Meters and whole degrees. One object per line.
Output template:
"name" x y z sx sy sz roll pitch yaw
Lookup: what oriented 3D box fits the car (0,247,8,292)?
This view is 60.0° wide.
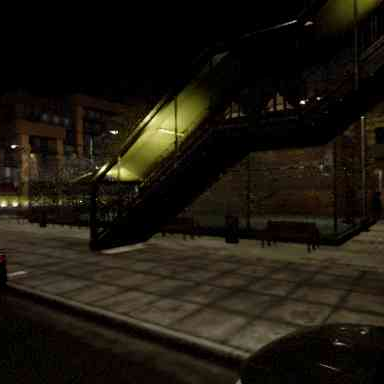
"car" -6.372 1.459 7.858 4.553 1.767 2.185 -1 0 35

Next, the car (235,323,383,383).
"car" 2.376 1.469 1.565 2.231 1.521 4.892 0 -1 -45
